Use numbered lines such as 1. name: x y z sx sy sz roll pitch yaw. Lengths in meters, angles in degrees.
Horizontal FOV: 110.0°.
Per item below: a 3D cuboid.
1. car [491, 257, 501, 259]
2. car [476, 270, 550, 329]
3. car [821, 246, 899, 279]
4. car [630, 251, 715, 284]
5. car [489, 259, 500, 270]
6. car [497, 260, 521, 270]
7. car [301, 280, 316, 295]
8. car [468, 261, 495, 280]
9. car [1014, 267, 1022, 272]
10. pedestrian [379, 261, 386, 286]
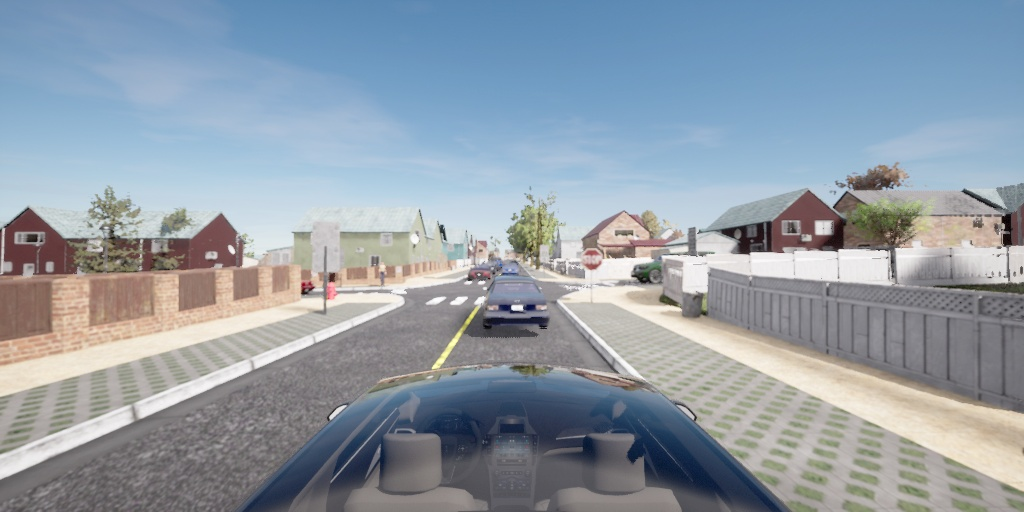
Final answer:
1. car: -2.753 1.197 61.875 2.150 2.045 5.566 0 0 0
2. car: 0.037 1.337 11.404 2.033 1.411 5.357 0 0 -2
3. car: 22.883 0.434 23.954 5.566 2.045 2.150 -2 -1 0
4. car: 10.829 0.759 23.883 5.566 2.045 2.150 -1 -1 -1
5. car: -2.802 1.395 41.301 2.128 1.511 4.902 0 0 0
6. car: -0.068 1.436 37.286 2.033 1.411 5.357 0 0 3
7. car: -14.098 1.745 20.792 4.718 1.301 1.895 -2 -1 0
8. car: -2.817 1.433 32.334 1.994 1.385 4.181 0 0 0
9. car: 36.932 0.062 24.010 5.566 2.045 2.150 -1 -1 0
10. pedestrian: -9.665 1.307 26.705 0.375 1.860 0.375 0 0 0
